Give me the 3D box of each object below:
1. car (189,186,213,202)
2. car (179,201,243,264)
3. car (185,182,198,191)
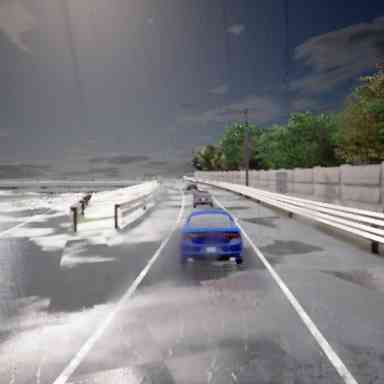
[{"bbox_3d":[0.971,0.567,31.424,2.033,1.411,5.357,-1,3,0],"label":"car"},{"bbox_3d":[0.617,1.353,11.544,1.882,1.535,5.008,-1,2,2],"label":"car"},{"bbox_3d":[-0.035,-0.983,56.395,1.837,1.490,4.892,-1,4,-4],"label":"car"}]
